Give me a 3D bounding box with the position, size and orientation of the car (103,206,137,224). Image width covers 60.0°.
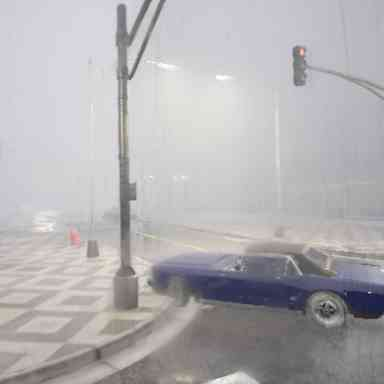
[{"bbox_3d":[-6.450,1.975,29.521,2.128,1.511,4.902,-1,-1,-30],"label":"car"}]

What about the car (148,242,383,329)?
[{"bbox_3d":[1.453,1.759,7.096,4.718,1.301,1.895,-1,-1,24],"label":"car"}]
